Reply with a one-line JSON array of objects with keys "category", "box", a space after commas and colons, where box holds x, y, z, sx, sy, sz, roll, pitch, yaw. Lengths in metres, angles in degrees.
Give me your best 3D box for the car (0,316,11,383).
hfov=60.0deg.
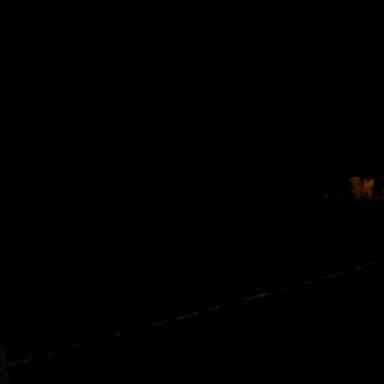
[{"category": "car", "box": [-3.854, 1.245, 1.262, 5.566, 2.045, 2.150, -1, 0, -35]}]
